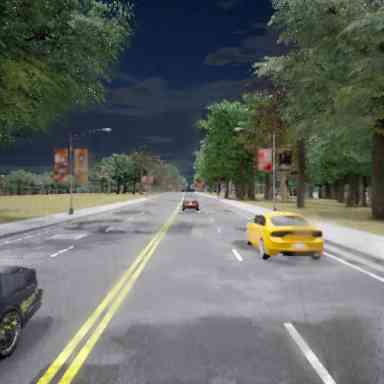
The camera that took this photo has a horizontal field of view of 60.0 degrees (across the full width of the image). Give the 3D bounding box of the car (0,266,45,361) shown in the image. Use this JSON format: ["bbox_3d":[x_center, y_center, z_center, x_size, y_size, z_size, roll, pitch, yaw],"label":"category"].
[{"bbox_3d":[-3.351,1.546,3.174,2.033,1.411,5.357,0,0,0],"label":"car"}]

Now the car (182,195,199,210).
[{"bbox_3d":[-0.179,1.401,40.434,2.163,1.488,4.792,0,0,0],"label":"car"}]

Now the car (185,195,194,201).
[{"bbox_3d":[-0.545,1.269,73.764,1.895,1.301,4.718,0,0,-1],"label":"car"}]

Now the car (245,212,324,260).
[{"bbox_3d":[3.233,1.469,12.500,1.882,1.535,5.008,0,0,0],"label":"car"}]

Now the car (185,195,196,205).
[{"bbox_3d":[-0.223,1.301,56.409,1.837,1.490,4.892,0,1,-1],"label":"car"}]
